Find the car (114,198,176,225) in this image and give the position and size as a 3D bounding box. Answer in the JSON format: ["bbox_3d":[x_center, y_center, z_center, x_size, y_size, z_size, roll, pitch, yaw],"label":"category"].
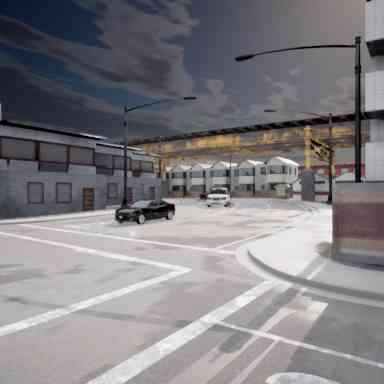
[{"bbox_3d":[-3.076,1.229,22.590,1.882,1.535,5.008,0,1,32],"label":"car"}]

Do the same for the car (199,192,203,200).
[{"bbox_3d":[2.617,0.667,56.823,2.033,1.411,5.357,0,0,-15],"label":"car"}]

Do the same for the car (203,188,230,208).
[{"bbox_3d":[3.050,0.590,37.274,2.150,2.045,5.566,0,2,12],"label":"car"}]
